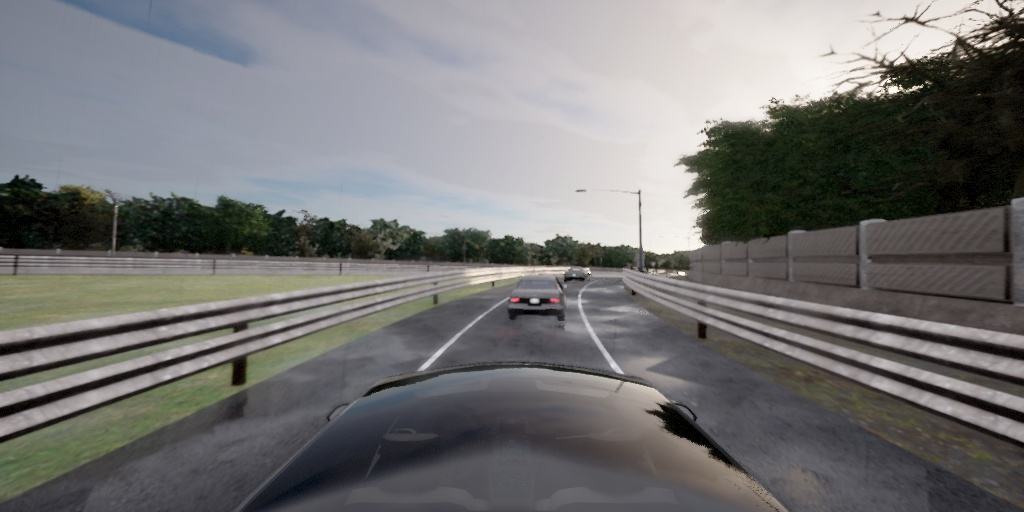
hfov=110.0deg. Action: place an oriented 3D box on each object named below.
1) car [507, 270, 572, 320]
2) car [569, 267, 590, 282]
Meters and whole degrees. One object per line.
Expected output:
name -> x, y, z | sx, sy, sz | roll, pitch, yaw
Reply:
car -> 1.000, 1.394, 13.076 | 2.033, 1.411, 5.357 | 0, 0, 8
car -> 6.142, 1.708, 33.611 | 1.994, 1.385, 4.181 | -1, -2, 19
